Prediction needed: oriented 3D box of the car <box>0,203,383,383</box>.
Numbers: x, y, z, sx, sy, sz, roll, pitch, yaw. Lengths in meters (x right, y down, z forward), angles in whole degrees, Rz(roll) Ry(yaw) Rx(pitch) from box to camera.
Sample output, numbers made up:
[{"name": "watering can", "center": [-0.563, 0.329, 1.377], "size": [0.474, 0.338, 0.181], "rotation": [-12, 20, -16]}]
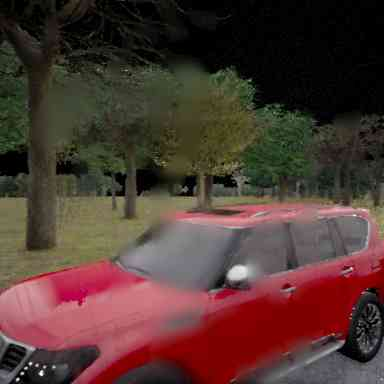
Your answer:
[{"name": "car", "center": [0.467, 1.213, 4.318], "size": [5.566, 2.045, 2.150], "rotation": [0, 0, -35]}]
